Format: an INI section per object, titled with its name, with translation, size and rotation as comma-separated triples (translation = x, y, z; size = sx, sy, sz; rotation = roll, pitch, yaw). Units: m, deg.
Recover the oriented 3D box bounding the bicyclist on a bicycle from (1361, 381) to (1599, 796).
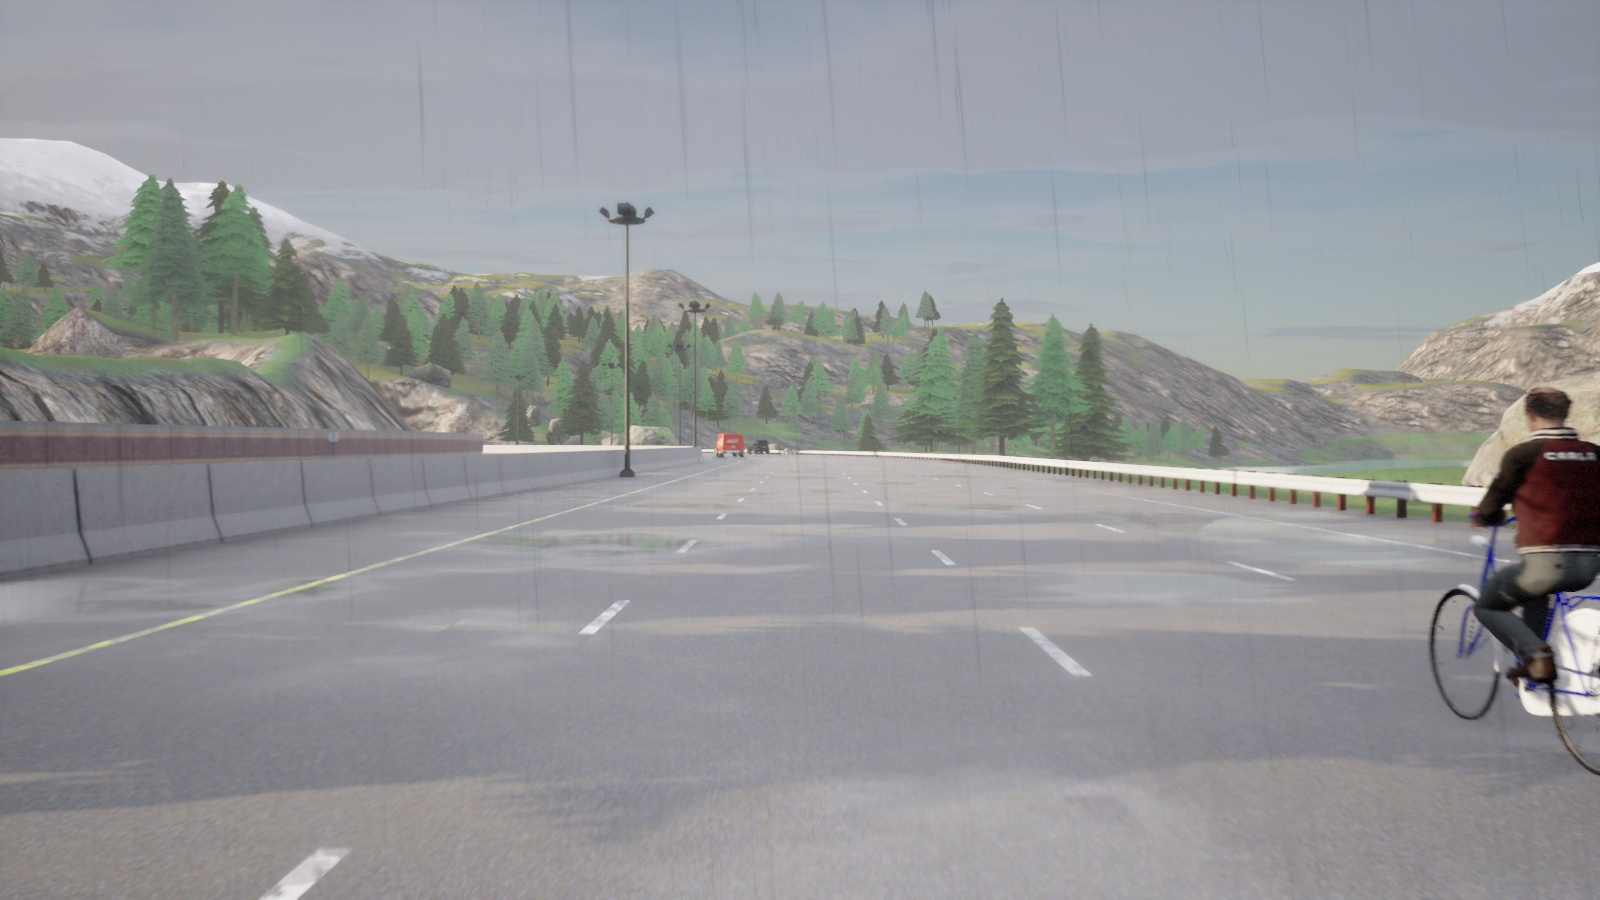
[bicyclist on a bicycle]
translation = 3.551, 0.584, 6.285
size = 0.659, 1.776, 1.843
rotation = 0, 1, 0
